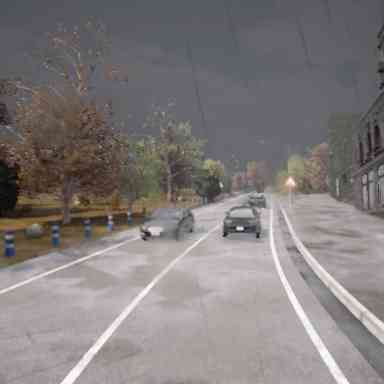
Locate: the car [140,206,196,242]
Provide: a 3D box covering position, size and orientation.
[{"bbox_3d":[-1.064,1.498,16.754,2.128,1.511,4.902,-1,1,12],"label":"car"}]

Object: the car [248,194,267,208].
[{"bbox_3d":[7.507,0.935,38.119,2.128,1.511,4.902,-1,2,13],"label":"car"}]

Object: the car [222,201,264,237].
[{"bbox_3d":[2.691,1.461,17.556,1.812,1.442,4.674,-1,1,12],"label":"car"}]
